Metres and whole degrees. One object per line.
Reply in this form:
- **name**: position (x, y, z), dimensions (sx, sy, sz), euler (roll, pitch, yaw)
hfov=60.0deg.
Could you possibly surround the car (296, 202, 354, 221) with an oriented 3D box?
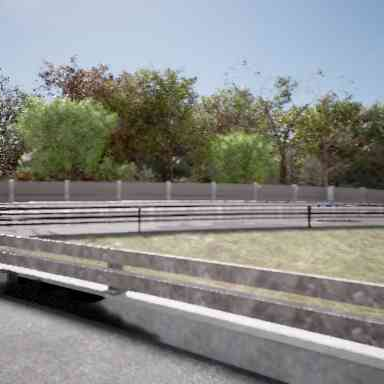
- **car**: position (10.868, 1.554, 27.264), dimensions (5.008, 1.535, 1.882), euler (1, 0, -18)
